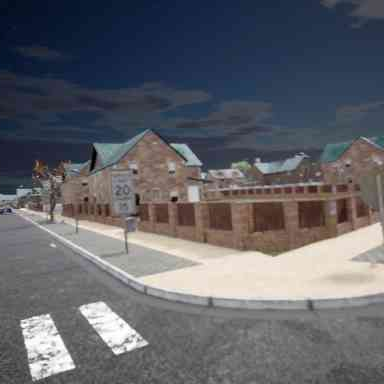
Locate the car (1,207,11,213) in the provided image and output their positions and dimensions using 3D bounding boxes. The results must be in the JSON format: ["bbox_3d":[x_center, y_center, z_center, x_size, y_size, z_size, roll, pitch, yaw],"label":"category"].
[{"bbox_3d":[-45.640,4.415,81.686,1.994,1.385,4.181,-4,0,-30],"label":"car"}]

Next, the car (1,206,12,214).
[{"bbox_3d":[-40.851,3.839,73.258,2.097,1.767,4.553,-4,0,-30],"label":"car"}]
